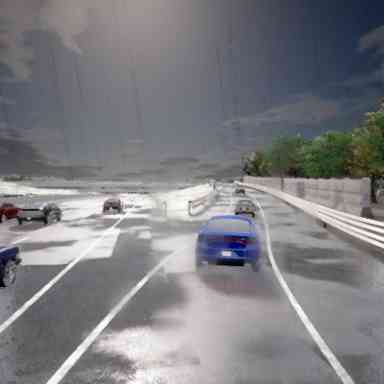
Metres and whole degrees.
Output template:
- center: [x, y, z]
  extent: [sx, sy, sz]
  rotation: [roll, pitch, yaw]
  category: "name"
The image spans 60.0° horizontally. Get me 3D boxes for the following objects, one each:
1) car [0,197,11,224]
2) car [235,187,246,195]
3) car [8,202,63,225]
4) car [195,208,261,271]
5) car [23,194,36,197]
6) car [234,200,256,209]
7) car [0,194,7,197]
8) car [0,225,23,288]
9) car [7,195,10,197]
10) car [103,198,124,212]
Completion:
- center: [-14.131, 1.416, 24.405]
  extent: [1.882, 1.535, 5.008]
  rotation: [0, 0, -7]
  category: "car"
- center: [9.407, -0.225, 64.929]
  extent: [1.837, 1.490, 4.892]
  rotation: [0, 3, 5]
  category: "car"
- center: [-10.445, 1.449, 23.118]
  extent: [2.128, 1.511, 4.902]
  rotation: [0, 0, -7]
  category: "car"
- center: [1.307, 1.532, 11.383]
  extent: [1.882, 1.535, 5.008]
  rotation: [2, 0, 9]
  category: "car"
- center: [-29.352, 1.174, 59.998]
  extent: [2.128, 1.511, 4.902]
  rotation: [0, 1, -7]
  category: "car"
- center: [4.922, 1.422, 31.033]
  extent: [2.033, 1.411, 5.357]
  rotation: [0, 2, 10]
  category: "car"
- center: [-27.429, 1.320, 44.691]
  extent: [2.033, 1.411, 5.357]
  rotation: [0, 0, -7]
  category: "car"
- center: [-4.959, 1.579, 6.174]
  extent: [1.895, 1.301, 4.718]
  rotation: [0, 0, -7]
  category: "car"
- center: [-32.447, 1.172, 56.564]
  extent: [1.837, 1.490, 4.892]
  rotation: [0, 0, -7]
  category: "car"
- center: [-8.772, 1.441, 37.188]
  extent: [1.837, 1.490, 4.892]
  rotation: [0, 0, -7]
  category: "car"
